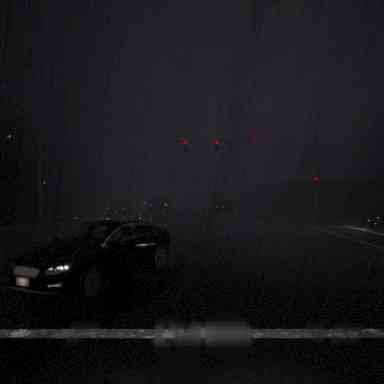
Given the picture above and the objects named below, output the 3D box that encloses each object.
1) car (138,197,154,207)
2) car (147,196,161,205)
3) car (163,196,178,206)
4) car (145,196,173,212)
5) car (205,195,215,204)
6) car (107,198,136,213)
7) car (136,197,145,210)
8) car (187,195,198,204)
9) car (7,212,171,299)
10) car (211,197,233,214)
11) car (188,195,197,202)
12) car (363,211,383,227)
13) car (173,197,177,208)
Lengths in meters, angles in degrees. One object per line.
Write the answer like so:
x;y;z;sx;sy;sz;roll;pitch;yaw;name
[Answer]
-7.048;1.505;51.720;1.837;1.490;4.892;0;0;0;car
-7.012;1.492;62.128;2.128;1.511;4.902;0;0;0;car
-3.534;1.492;55.661;2.128;1.511;4.902;0;0;0;car
-3.558;1.352;37.033;2.097;1.767;4.553;0;0;0;car
3.554;1.351;63.975;2.097;1.767;4.553;0;0;0;car
-7.067;1.526;32.940;1.812;1.442;4.674;0;0;0;car
-7.059;1.478;42.234;1.882;1.535;5.008;0;0;0;car
0.052;1.505;63.812;1.837;1.490;4.892;0;0;0;car
-2.322;1.515;8.804;2.128;1.511;4.902;0;0;25;car
3.371;1.547;35.580;2.033;1.411;5.357;0;0;5;car
0.061;1.413;73.921;1.994;1.385;4.181;0;0;0;car
13.171;1.619;21.014;4.181;1.385;1.994;0;0;0;car
-3.556;1.564;45.603;1.994;1.385;4.181;0;0;0;car
